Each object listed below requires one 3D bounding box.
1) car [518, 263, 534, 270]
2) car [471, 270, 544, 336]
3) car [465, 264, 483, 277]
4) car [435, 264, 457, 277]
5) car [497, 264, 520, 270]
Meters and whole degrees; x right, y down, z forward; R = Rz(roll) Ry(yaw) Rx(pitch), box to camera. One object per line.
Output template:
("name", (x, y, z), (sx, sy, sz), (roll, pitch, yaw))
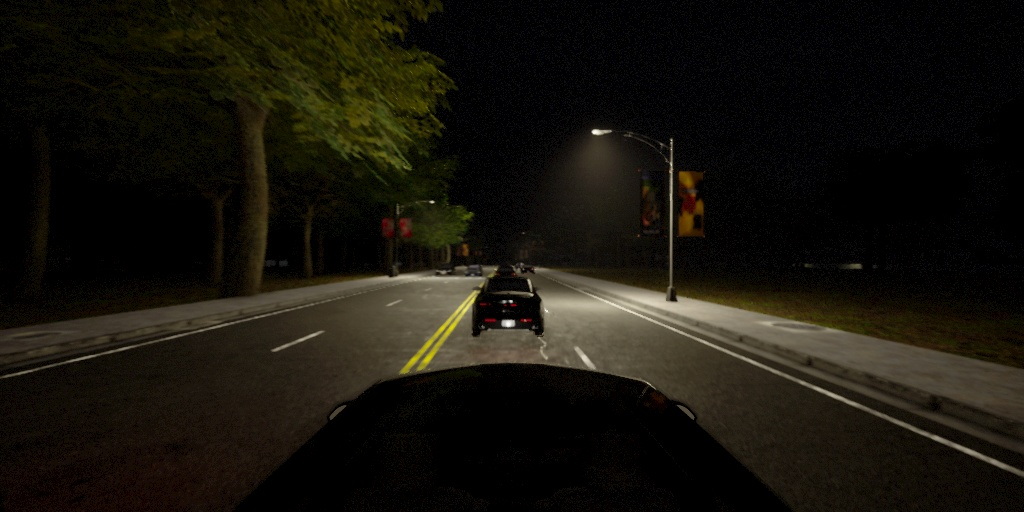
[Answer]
("car", (2.178, 1.895, 52.450), (1.895, 1.301, 4.718), (0, -1, -1))
("car", (-0.135, 1.334, 10.725), (1.837, 1.490, 4.892), (0, -1, -1))
("car", (-4.256, 1.658, 40.912), (2.033, 1.411, 5.357), (0, -1, -1))
("car", (-7.510, 1.615, 41.278), (1.812, 1.442, 4.674), (0, -1, -1))
("car", (-0.552, 1.537, 29.328), (1.812, 1.442, 4.674), (0, -1, -1))
